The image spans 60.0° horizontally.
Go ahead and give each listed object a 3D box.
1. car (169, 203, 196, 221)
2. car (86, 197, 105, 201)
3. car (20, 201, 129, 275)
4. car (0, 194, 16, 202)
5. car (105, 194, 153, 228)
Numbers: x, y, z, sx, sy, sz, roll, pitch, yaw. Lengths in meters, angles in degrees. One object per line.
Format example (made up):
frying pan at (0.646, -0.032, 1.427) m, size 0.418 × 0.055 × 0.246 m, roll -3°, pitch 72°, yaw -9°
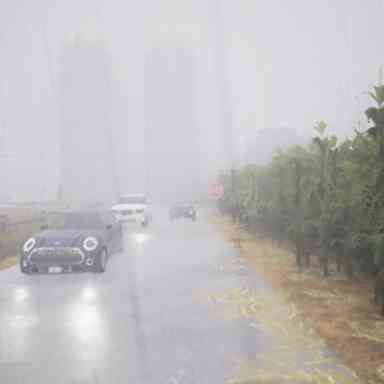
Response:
car at (-0.729, 1.466, 25.414) m, size 1.895 × 1.301 × 4.718 m, roll 0°, pitch 0°, yaw -2°
car at (-10.950, 1.311, 38.974) m, size 4.902 × 1.511 × 2.128 m, roll 0°, pitch 1°, yaw 8°
car at (-3.513, 1.351, 10.570) m, size 2.097 × 1.767 × 4.553 m, roll 0°, pitch 0°, yaw -2°
car at (-39.274, 1.253, 67.893) m, size 4.611 × 1.667 × 2.242 m, roll 0°, pitch 1°, yaw -2°
car at (-3.869, 1.143, 22.046) m, size 2.150 × 2.045 × 5.566 m, roll 0°, pitch 0°, yaw -1°
